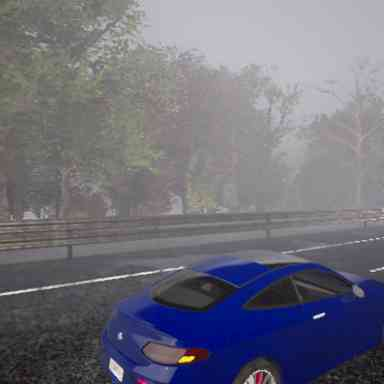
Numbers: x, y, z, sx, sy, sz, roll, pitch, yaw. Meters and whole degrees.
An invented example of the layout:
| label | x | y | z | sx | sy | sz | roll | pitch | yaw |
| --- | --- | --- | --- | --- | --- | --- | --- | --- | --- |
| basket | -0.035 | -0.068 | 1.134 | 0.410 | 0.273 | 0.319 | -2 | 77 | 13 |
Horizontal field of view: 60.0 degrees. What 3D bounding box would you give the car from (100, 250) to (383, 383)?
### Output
| label | x | y | z | sx | sy | sz | roll | pitch | yaw |
| --- | --- | --- | --- | --- | --- | --- | --- | --- | --- |
| car | 1.131 | 1.564 | 4.576 | 4.674 | 1.442 | 1.812 | 1 | 0 | -36 |
